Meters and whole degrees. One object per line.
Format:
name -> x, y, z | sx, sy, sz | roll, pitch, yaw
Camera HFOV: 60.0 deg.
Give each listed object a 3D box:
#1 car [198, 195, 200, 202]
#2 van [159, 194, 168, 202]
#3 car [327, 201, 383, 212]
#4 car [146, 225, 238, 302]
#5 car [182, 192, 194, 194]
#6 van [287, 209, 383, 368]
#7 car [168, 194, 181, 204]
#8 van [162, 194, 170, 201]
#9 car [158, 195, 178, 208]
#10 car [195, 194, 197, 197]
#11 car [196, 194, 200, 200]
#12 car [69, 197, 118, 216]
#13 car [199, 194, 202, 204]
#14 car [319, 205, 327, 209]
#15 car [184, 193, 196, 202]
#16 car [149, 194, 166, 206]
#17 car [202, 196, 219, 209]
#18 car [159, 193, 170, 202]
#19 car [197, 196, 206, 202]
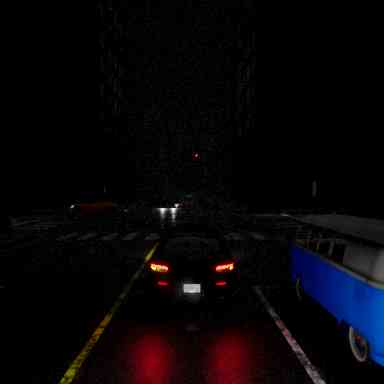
car -> 2.508, 1.535, 55.703 | 2.008, 1.369, 4.403 | 0, 0, -1
van -> -6.241, 1.312, 72.164 | 1.690, 1.788, 3.998 | 0, 0, -1
car -> 14.609, 1.517, 28.845 | 4.674, 1.442, 1.812 | 0, 0, -3
car -> 0.001, 1.525, 8.141 | 1.812, 1.442, 4.674 | 0, 0, 0
car -> -0.734, 1.076, 84.209 | 2.150, 2.045, 5.566 | 0, 0, -1
van -> 2.855, 1.341, 5.463 | 1.690, 1.788, 3.998 | 0, 0, 0
car -> -3.520, 1.542, 64.277 | 1.994, 1.385, 4.181 | 0, 0, -1
van -> -6.388, 1.299, 83.214 | 1.690, 1.788, 3.998 | 0, 0, -1
car -> -3.337, 1.496, 47.568 | 1.837, 1.490, 4.892 | 0, 0, -1
car -> 2.284, 1.521, 72.279 | 2.008, 1.369, 4.403 | 0, 0, -1
car -> 2.358, 1.520, 66.755 | 1.887, 1.381, 4.507 | 0, 0, -1
car -> -9.542, 1.330, 32.262 | 4.553, 1.767, 2.097 | 0, 0, -21
car -> 2.582, 1.428, 50.177 | 1.967, 1.590, 4.097 | 0, 0, -1
car -> 14.424, 1.583, 32.096 | 4.718, 1.301, 1.895 | 0, 0, 2
car -> -0.600, 1.561, 74.209 | 1.895, 1.301, 4.718 | 0, 0, -1
car -> -6.017, 1.299, 55.588 | 2.192, 1.841, 5.009 | 0, 0, -1
car -> 2.655, 1.516, 44.822 | 1.752, 1.417, 4.829 | 0, 0, -1
car -> -6.316, 1.279, 77.690 | 2.192, 1.841, 5.009 | 0, 0, -1
car -> 2.209, 1.546, 77.805 | 1.802, 1.307, 4.206 | 0, 0, -1
